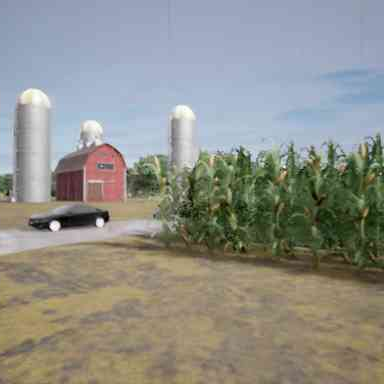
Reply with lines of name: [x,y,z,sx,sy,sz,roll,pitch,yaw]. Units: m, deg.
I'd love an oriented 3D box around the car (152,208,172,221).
car: [-1.409,1.614,28.858,1.837,1.490,4.892,1,0,35]

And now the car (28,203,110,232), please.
car: [-7.440,1.488,20.519,1.882,1.535,5.008,1,0,37]
